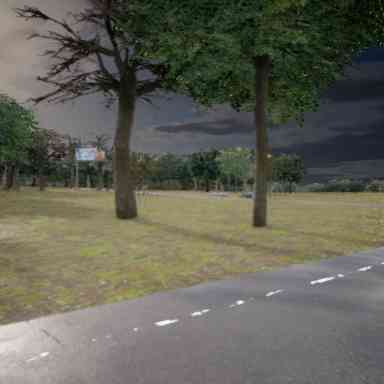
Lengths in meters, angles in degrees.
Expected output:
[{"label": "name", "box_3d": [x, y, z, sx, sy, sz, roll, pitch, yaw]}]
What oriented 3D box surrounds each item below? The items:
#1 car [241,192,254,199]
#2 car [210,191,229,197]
[{"label": "car", "box_3d": [12.161, 0.727, 68.647, 2.128, 1.511, 4.902, 1, 0, -36]}, {"label": "car", "box_3d": [6.326, 0.476, 76.805, 1.895, 1.301, 4.718, 1, 0, -36]}]
